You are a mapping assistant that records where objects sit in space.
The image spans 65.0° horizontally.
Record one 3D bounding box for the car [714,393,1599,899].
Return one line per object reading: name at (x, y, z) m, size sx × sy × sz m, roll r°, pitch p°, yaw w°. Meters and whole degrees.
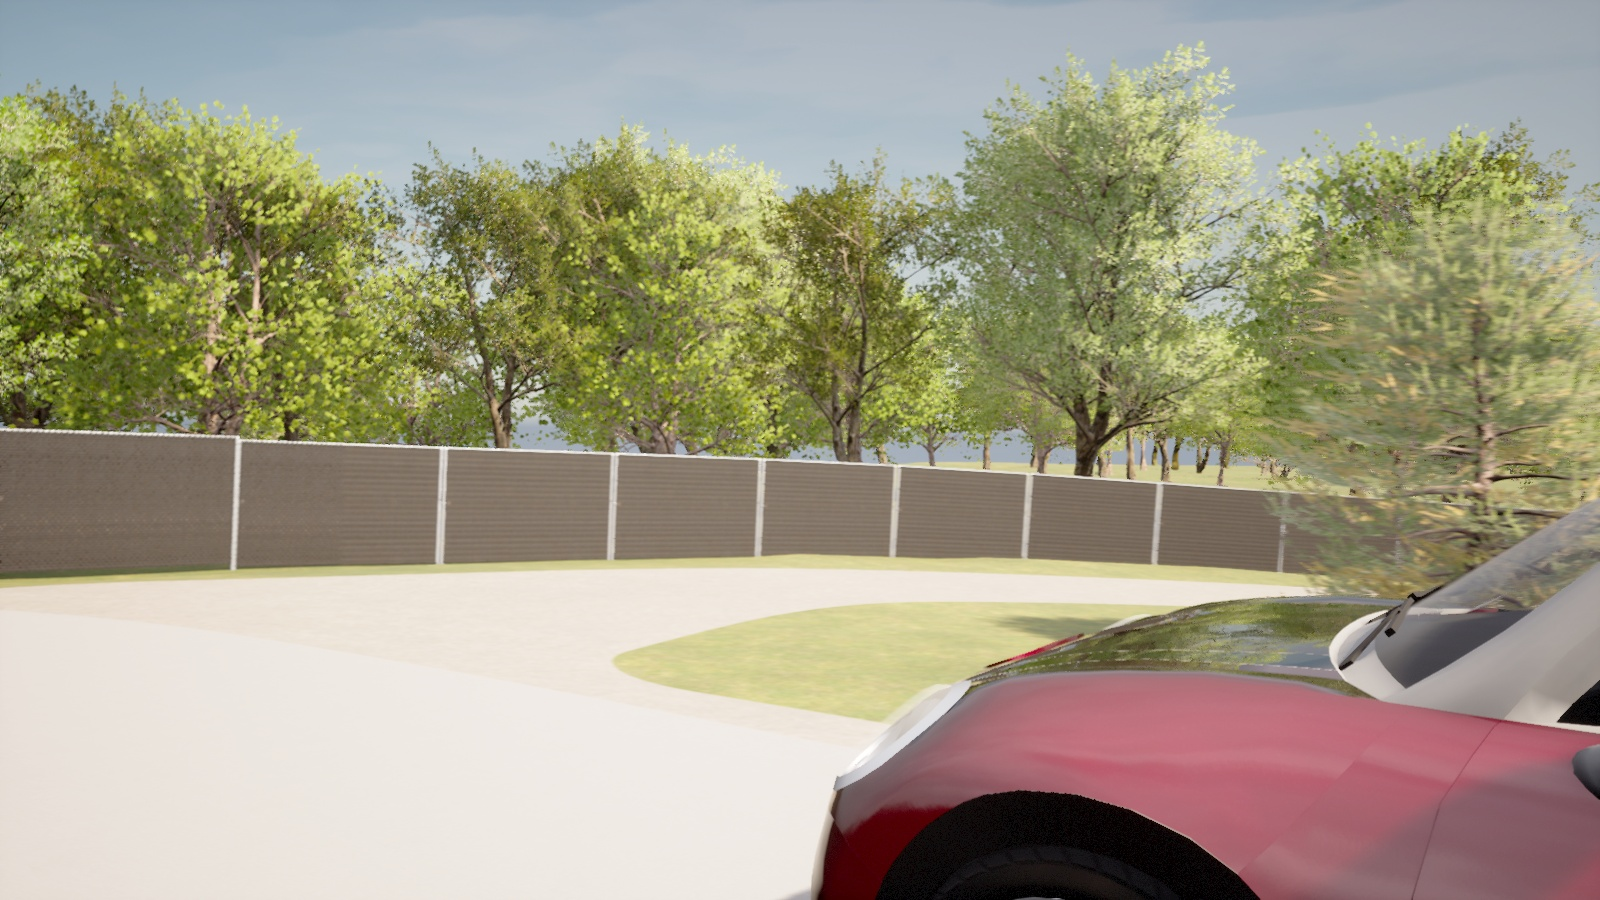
car at (1.959, 0.646, 2.321) m, size 3.806 × 1.475 × 1.970 m, roll 0°, pitch 1°, yaw 34°
